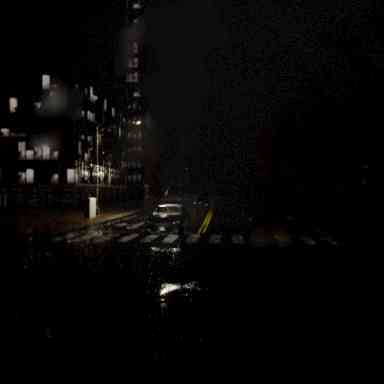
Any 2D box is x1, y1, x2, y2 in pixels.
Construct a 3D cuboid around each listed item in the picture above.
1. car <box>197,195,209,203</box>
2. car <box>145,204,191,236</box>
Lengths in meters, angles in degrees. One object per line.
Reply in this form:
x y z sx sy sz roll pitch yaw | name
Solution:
1.992 1.213 60.412 1.994 1.385 4.181 0 0 3 | car
-1.162 1.407 17.758 2.128 1.511 4.902 0 0 5 | car
